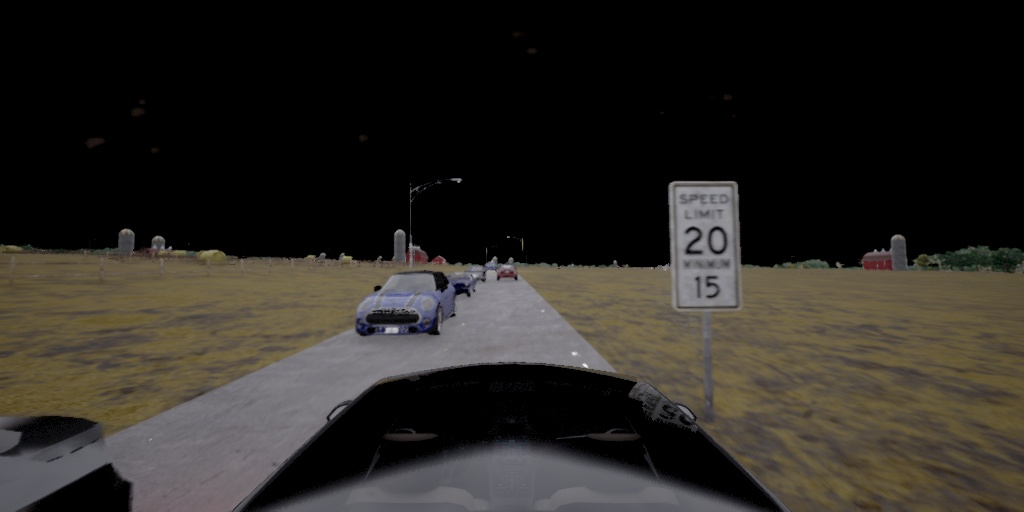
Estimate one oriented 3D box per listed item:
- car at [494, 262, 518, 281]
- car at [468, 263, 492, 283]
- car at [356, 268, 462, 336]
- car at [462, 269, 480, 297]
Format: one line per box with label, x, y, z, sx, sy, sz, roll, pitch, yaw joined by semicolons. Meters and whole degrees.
car;-0.496;1.584;37.302;2.097;1.767;4.553;0;-1;-1
car;-3.317;1.688;33.382;2.128;1.511;4.902;-1;-1;0
car;-2.968;1.243;10.971;2.097;1.767;4.553;0;-1;-1
car;-3.143;1.621;21.058;1.895;1.301;4.718;0;-1;-1
